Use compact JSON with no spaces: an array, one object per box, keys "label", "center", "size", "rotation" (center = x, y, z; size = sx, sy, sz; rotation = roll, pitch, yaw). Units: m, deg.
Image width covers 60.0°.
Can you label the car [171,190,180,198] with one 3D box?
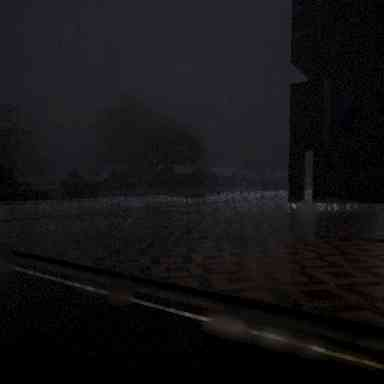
[{"label":"car","center":[-2.040,0.352,64.176],"size":[2.128,1.511,4.902],"rotation":[1,2,35]}]

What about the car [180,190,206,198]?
[{"label":"car","center":[0.613,0.487,62.302],"size":[2.033,1.411,5.357],"rotation":[1,2,35]}]
